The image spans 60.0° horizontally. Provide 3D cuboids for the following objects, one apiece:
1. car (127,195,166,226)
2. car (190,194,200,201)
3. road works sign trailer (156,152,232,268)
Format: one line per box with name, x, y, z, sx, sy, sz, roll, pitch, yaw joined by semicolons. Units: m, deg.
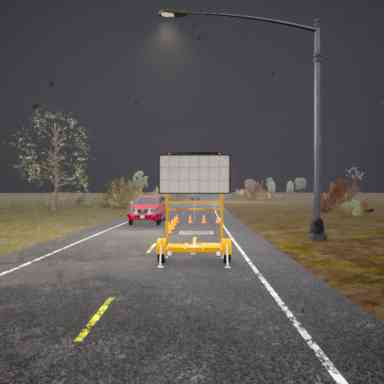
car;-3.083;1.219;23.960;2.150;2.045;5.566;0;0;2
car;0.908;1.200;84.761;2.150;2.045;5.566;0;0;6
road works sign trailer;0.085;0.464;11.258;2.380;3.560;2.880;0;0;1
